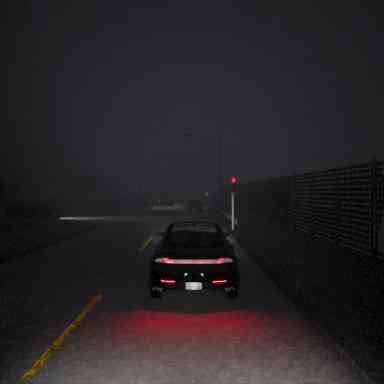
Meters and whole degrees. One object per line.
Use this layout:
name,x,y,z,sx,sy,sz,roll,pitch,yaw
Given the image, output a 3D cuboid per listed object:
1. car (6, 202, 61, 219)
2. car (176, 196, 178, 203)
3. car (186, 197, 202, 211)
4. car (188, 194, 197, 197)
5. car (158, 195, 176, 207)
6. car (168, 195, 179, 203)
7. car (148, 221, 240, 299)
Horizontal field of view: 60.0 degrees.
car,-13.320,1.564,28.153,4.181,1.385,1.994,0,0,0
car,-4.002,1.601,60.668,1.895,1.301,4.718,0,0,0
car,0.290,1.600,40.173,1.895,1.301,4.718,0,0,1
car,0.175,1.600,69.892,1.895,1.301,4.718,0,0,0
car,-4.040,1.352,51.301,2.097,1.767,4.553,0,0,0
car,-3.923,1.478,71.103,1.882,1.535,5.008,0,0,0
car,0.057,1.491,8.462,2.128,1.511,4.902,0,0,1
